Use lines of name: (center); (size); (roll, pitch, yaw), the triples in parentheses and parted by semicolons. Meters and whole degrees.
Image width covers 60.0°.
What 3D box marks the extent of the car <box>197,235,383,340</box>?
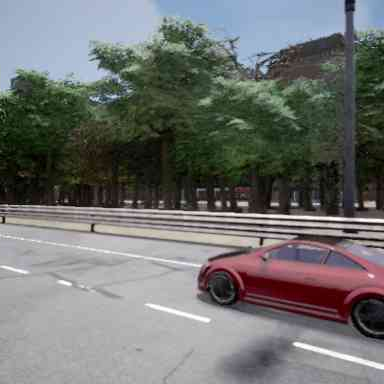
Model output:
car: (2.171, 1.569, 6.618); (4.181, 1.385, 1.994); (0, 0, 35)
